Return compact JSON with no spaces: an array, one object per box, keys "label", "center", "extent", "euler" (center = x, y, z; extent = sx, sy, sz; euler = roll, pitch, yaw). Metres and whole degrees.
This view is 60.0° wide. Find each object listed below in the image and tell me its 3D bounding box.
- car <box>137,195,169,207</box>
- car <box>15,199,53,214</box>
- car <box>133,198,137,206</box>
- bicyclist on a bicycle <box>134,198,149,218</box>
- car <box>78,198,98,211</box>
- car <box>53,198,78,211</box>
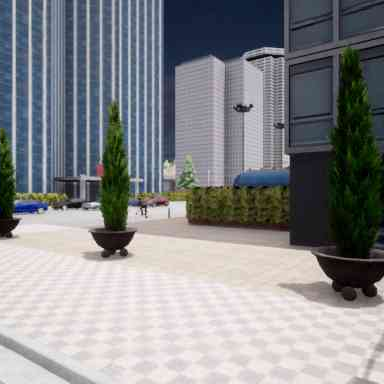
[{"label":"car","center":[-5.500,1.352,49.828],"extent":[2.097,1.767,4.553],"euler":[0,0,35]},{"label":"car","center":[-17.060,1.477,33.396],"extent":[1.882,1.535,5.008],"euler":[0,0,35]},{"label":"car","center":[-9.297,1.547,50.524],"extent":[2.033,1.411,5.357],"euler":[0,0,35]},{"label":"bicyclist on a bicycle","center":[-4.087,1.301,26.668],"extent":[1.656,1.620,0.582],"euler":[0,0,35]},{"label":"car","center":[-11.349,1.600,41.528],"extent":[1.895,1.301,4.718],"euler":[0,0,35]},{"label":"car","center":[-15.226,1.477,42.099],"extent":[1.882,1.535,5.008],"euler":[0,0,35]}]
